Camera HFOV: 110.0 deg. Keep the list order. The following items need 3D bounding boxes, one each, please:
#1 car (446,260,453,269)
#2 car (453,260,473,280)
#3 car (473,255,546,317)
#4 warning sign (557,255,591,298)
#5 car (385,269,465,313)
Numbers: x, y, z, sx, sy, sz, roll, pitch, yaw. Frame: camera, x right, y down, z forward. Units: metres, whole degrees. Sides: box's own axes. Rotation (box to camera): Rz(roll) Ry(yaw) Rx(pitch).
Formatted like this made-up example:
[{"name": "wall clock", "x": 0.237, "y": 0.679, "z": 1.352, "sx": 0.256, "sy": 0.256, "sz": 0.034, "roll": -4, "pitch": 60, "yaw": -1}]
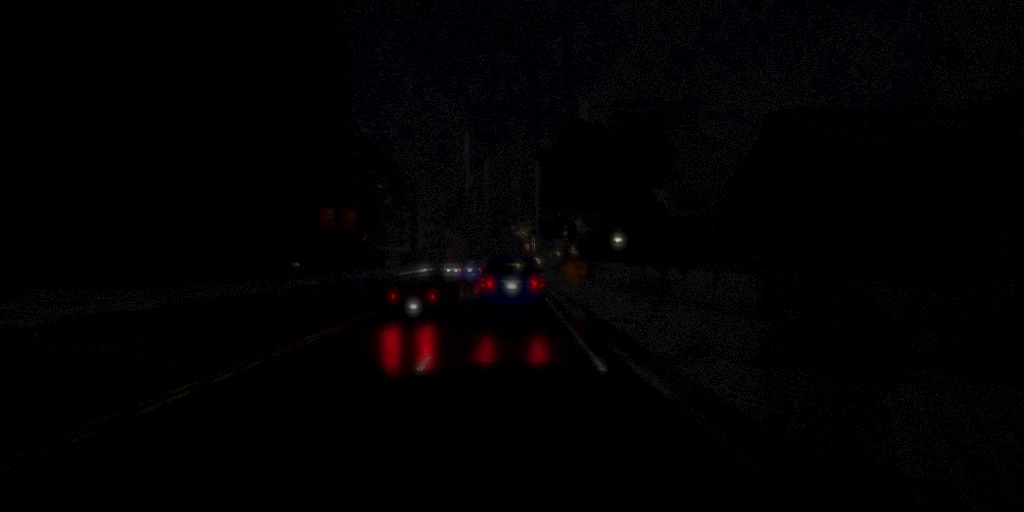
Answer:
[{"name": "car", "x": -9.805, "y": 1.423, "z": 60.133, "sx": 1.994, "sy": 1.385, "sz": 4.181, "roll": 0, "pitch": 0, "yaw": 0}, {"name": "car", "x": -3.207, "y": 1.153, "z": 29.502, "sx": 2.097, "sy": 1.767, "sz": 4.553, "roll": 0, "pitch": 0, "yaw": 0}, {"name": "car", "x": 0.034, "y": 0.995, "z": 13.455, "sx": 2.150, "sy": 2.045, "sz": 5.566, "roll": 0, "pitch": 0, "yaw": 1}, {"name": "warning sign", "x": 2.848, "y": 0.892, "z": 15.959, "sx": 1.300, "sy": 1.860, "sz": 1.060, "roll": 0, "pitch": 0, "yaw": 0}, {"name": "car", "x": -3.210, "y": 1.373, "z": 13.983, "sx": 1.895, "sy": 1.301, "sz": 4.718, "roll": 0, "pitch": 0, "yaw": 1}]
